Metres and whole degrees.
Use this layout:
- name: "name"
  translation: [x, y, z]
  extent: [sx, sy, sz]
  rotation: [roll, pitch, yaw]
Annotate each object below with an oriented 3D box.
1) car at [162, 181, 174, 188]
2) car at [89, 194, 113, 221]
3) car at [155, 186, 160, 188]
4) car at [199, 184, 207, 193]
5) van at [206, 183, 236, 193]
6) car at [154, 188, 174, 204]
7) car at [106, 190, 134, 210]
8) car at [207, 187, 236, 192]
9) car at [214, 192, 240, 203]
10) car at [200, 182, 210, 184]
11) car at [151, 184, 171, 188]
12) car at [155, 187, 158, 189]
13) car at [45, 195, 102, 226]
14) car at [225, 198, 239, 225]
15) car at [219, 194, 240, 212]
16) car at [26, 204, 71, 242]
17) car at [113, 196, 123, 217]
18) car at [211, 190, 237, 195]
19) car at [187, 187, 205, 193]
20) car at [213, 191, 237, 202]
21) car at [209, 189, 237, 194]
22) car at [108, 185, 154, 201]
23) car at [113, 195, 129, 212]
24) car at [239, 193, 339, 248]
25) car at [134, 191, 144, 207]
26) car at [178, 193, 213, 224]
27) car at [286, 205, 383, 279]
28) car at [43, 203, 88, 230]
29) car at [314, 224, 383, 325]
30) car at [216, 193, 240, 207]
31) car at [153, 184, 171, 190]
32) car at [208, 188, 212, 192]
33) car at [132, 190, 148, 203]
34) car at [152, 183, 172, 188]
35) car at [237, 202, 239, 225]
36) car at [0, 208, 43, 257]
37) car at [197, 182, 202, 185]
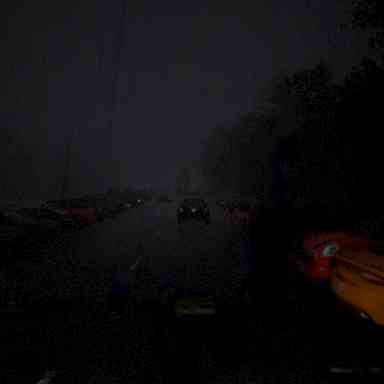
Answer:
- name: "car"
  translation: [-8.292, -1.296, 88.238]
  extent: [5.566, 2.045, 2.435]
  rotation: [0, 3, 0]
- name: "car"
  translation: [-8.005, 1.196, 22.268]
  extent: [4.553, 1.767, 2.185]
  rotation: [0, 1, 0]
- name: "car"
  translation: [-8.061, 0.236, 52.907]
  extent: [4.792, 1.488, 2.163]
  rotation: [0, 3, 0]
- name: "car"
  translation: [4.760, -0.573, 80.076]
  extent: [5.008, 1.535, 2.097]
  rotation: [0, 3, 0]
- name: "van"
  translation: [4.921, -0.021, 52.975]
  extent: [4.442, 1.987, 1.878]
  rotation: [-1, 3, 0]
- name: "car"
  translation: [-3.495, 0.639, 44.098]
  extent: [1.882, 1.535, 5.008]
  rotation: [0, 2, 0]
- name: "car"
  translation: [-8.066, 1.002, 30.627]
  extent: [4.553, 1.767, 2.185]
  rotation: [0, 2, 0]
- name: "car"
  translation: [5.050, 0.376, 50.318]
  extent: [4.674, 1.452, 2.002]
  rotation: [0, 3, 0]
- name: "car"
  translation: [5.040, 1.040, 33.599]
  extent: [5.008, 1.535, 2.097]
  rotation: [0, 2, 0]
- name: "car"
  translation: [4.795, -0.858, 82.835]
  extent: [4.553, 1.767, 2.185]
  rotation: [0, 3, 0]
- name: "car"
  translation: [-8.345, -0.696, 82.712]
  extent: [4.792, 1.488, 2.163]
  rotation: [0, 3, 0]
- name: "car"
  translation: [-8.003, 0.376, 50.126]
  extent: [4.792, 1.488, 2.163]
  rotation: [0, 3, 0]
- name: "car"
  translation: [-8.005, 1.242, 19.488]
  extent: [4.553, 1.767, 2.185]
  rotation: [0, 1, 0]
- name: "car"
  translation: [4.858, 1.362, 19.660]
  extent: [5.366, 1.575, 1.946]
  rotation: [0, 1, 0]
- name: "car"
  translation: [5.038, 1.200, 27.894]
  extent: [4.892, 1.521, 2.231]
  rotation: [0, 2, 0]
- name: "car"
  translation: [-8.044, 1.436, 13.914]
  extent: [5.008, 1.535, 2.097]
  rotation: [0, 1, 0]
- name: "car"
  translation: [-8.007, 1.295, 25.058]
  extent: [4.792, 1.488, 2.163]
  rotation: [0, 1, 0]
- name: "car"
  translation: [5.231, 0.848, 39.043]
  extent: [5.366, 1.575, 1.946]
  rotation: [0, 2, 0]
- name: "car"
  translation: [0.107, 0.665, 40.481]
  extent: [2.097, 1.767, 4.553]
  rotation: [0, 2, 0]
- name: "car"
  translation: [5.016, 0.979, 36.390]
  extent: [4.792, 1.488, 2.163]
  rotation: [0, 2, 0]
- name: "car"
  translation: [5.232, 0.734, 41.836]
  extent: [5.366, 1.575, 1.946]
  rotation: [0, 2, 0]
- name: "car"
  translation: [-8.005, 0.489, 41.764]
  extent: [5.566, 2.045, 2.435]
  rotation: [0, 2, 0]
- name: "car"
  translation: [-8.065, 1.230, 27.845]
  extent: [4.792, 1.488, 2.163]
  rotation: [0, 1, 0]
- name: "car"
  translation: [5.071, 1.183, 14.080]
  extent: [5.566, 2.045, 2.435]
  rotation: [0, 1, 0]
- name: "car"
  translation: [-8.064, 0.986, 36.211]
  extent: [4.792, 1.488, 2.163]
  rotation: [0, 2, 0]
- name: "car"
  translation: [0.104, 1.168, 23.450]
  extent: [2.097, 1.767, 4.553]
  rotation: [0, 1, 0]
- name: "car"
  translation: [5.073, 1.345, 8.500]
  extent: [4.553, 1.767, 2.185]
  rotation: [0, 0, 0]
- name: "car"
  translation: [-8.034, 1.446, 16.703]
  extent: [4.674, 1.452, 2.002]
  rotation: [0, 1, 0]
- name: "car"
  translation: [5.036, 1.477, 5.715]
  extent: [5.008, 1.535, 2.097]
  rotation: [0, 0, 0]
- name: "car"
  translation: [5.039, 1.123, 30.811]
  extent: [5.008, 1.535, 2.097]
  rotation: [0, 2, 0]
- name: "car"
  translation: [-8.318, -1.363, 93.797]
  extent: [4.892, 1.521, 2.231]
  rotation: [0, 3, 0]
- name: "car"
  translation: [5.050, 0.516, 47.536]
  extent: [4.674, 1.452, 2.002]
  rotation: [0, 3, 0]
- name: "car"
  translation: [-8.040, 0.855, 38.988]
  extent: [4.892, 1.521, 2.231]
  rotation: [0, 2, 0]
- name: "car"
  translation: [-8.313, -0.885, 85.482]
  extent: [5.008, 1.535, 2.097]
  rotation: [0, 3, 0]
- name: "car"
  translation: [5.048, 1.403, 16.871]
  extent: [5.008, 1.535, 2.097]
  rotation: [0, 1, 0]
- name: "car"
  translation: [-8.043, 1.458, 11.125]
  extent: [5.008, 1.535, 2.097]
  rotation: [0, 0, 0]
- name: "car"
  translation: [4.572, -1.207, 91.015]
  extent: [5.366, 1.575, 1.946]
  rotation: [0, 3, 0]
